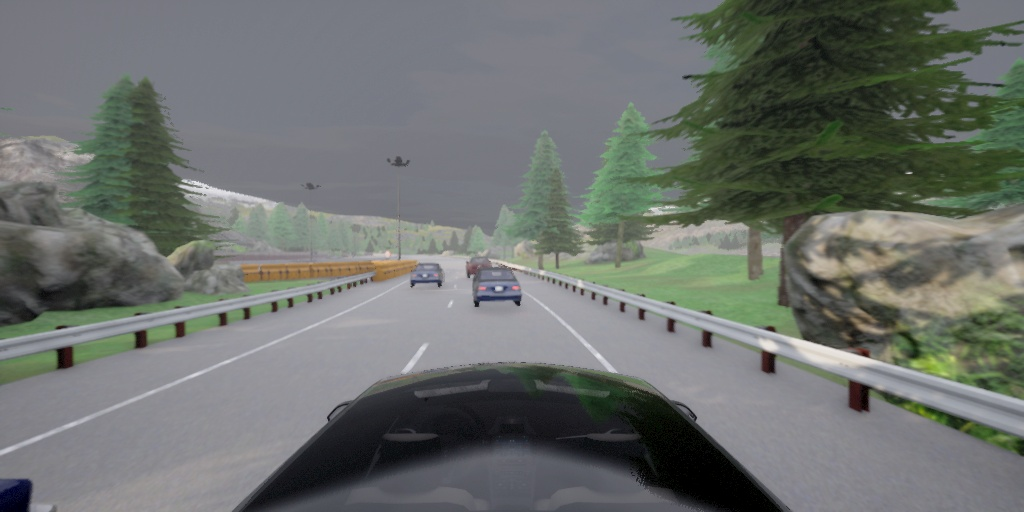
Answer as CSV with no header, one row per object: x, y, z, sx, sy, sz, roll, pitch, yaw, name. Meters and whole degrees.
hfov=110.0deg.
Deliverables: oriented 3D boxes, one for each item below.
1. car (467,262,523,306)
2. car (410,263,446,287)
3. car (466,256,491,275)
-0.726,1.160,14.970,2.033,1.411,5.357,-1,1,-6,car
-5.195,1.113,22.477,2.033,1.411,5.357,-1,1,-8,car
-2.813,0.814,30.406,2.097,1.767,4.553,-1,1,-9,car
